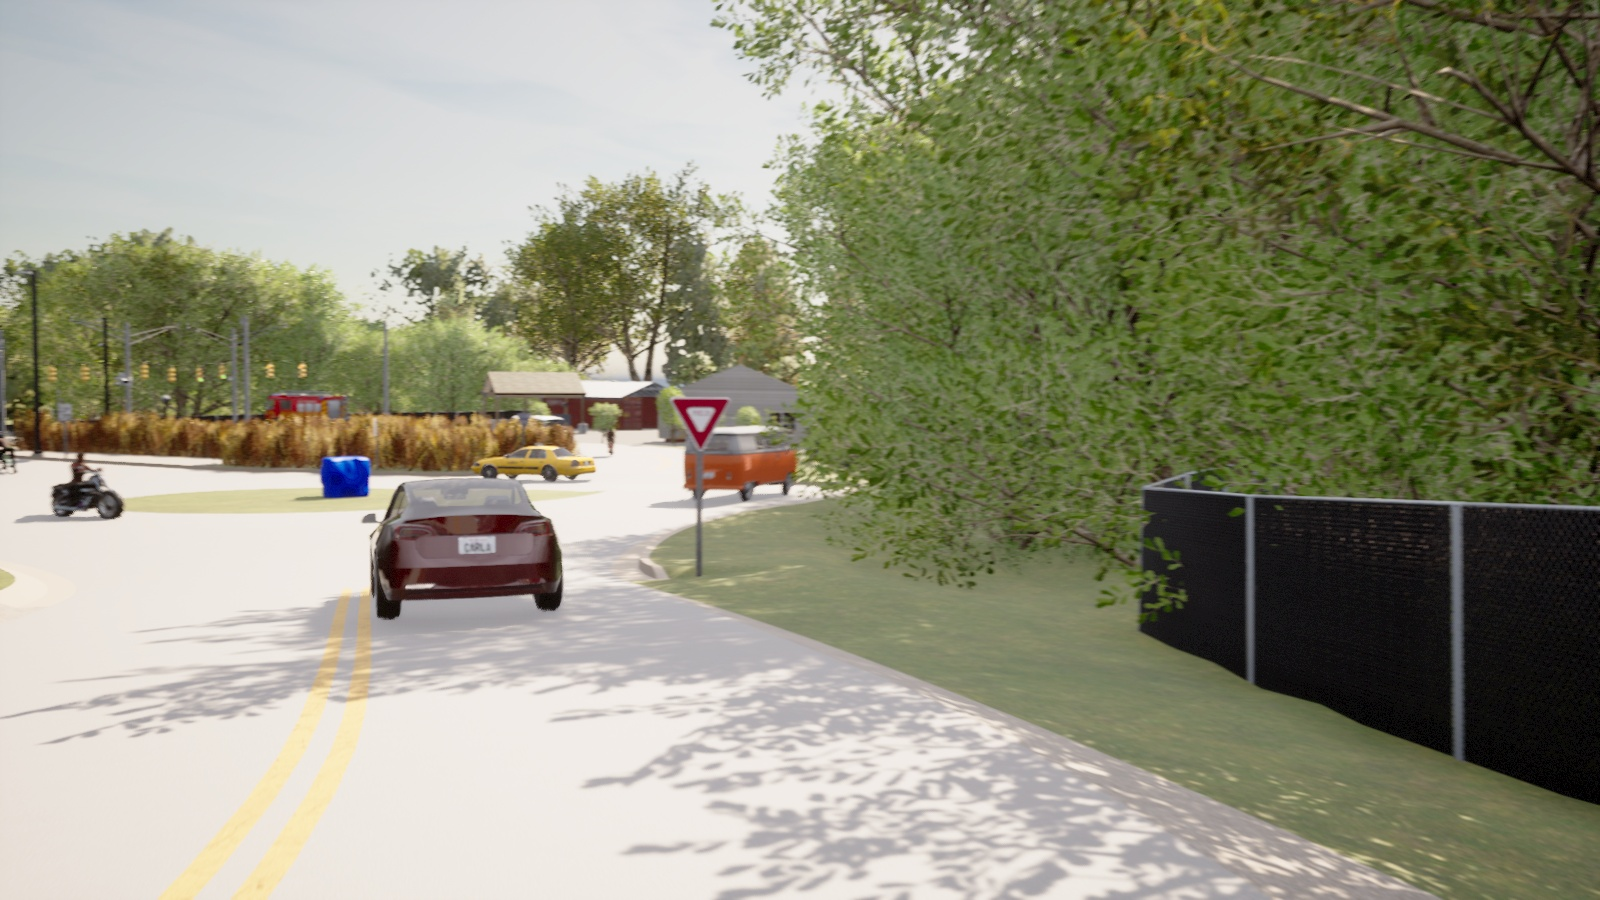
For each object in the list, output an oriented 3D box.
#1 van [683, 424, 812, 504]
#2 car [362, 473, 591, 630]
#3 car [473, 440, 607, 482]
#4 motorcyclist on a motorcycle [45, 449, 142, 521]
[{"bbox_3d":[-1.380,0.315,34.930,1.775,1.987,4.442,1,2,24],"label":"van"},{"bbox_3d":[-3.988,1.067,14.803,2.163,1.488,4.792,-1,-2,-20],"label":"car"},{"bbox_3d":[-10.855,0.439,52.402,5.366,1.575,1.801,1,3,21],"label":"car"},{"bbox_3d":[-16.952,0.815,30.116,2.350,1.649,0.766,1,1,23],"label":"motorcyclist on a motorcycle"}]
